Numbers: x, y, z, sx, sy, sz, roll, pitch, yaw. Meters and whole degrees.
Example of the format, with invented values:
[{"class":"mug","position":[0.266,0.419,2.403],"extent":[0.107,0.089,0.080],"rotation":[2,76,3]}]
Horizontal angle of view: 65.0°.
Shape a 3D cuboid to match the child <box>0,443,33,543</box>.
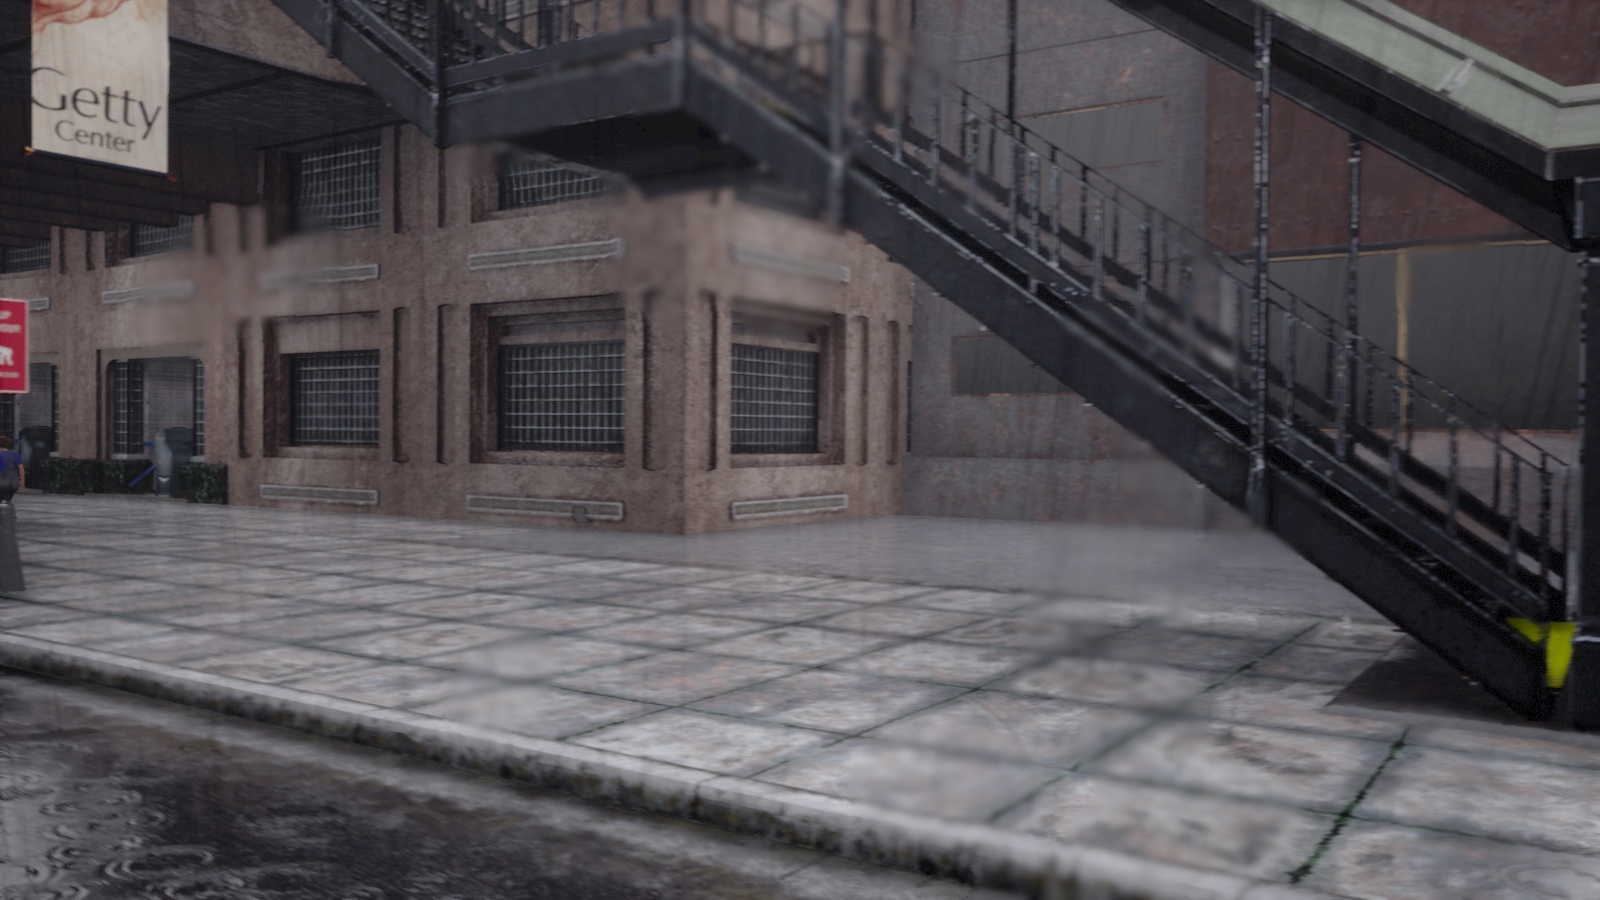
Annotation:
[{"class":"child","position":[-10.101,0.540,16.088],"extent":[0.437,1.263,0.270],"rotation":[0,1,27]}]
